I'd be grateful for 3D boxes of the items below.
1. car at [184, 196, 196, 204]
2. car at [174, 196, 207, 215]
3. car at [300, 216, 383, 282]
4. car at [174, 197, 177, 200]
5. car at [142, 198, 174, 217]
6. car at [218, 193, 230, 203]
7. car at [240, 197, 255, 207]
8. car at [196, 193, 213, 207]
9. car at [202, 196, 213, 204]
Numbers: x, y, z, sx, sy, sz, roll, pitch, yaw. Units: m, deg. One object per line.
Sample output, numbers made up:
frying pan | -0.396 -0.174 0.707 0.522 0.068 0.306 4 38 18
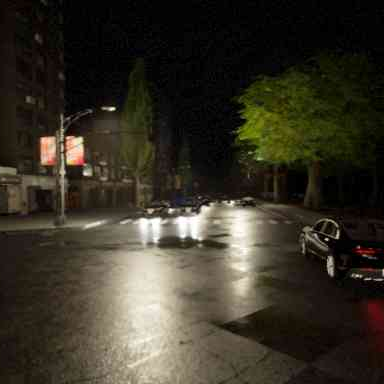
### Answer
car | -0.334 1.579 64.567 1.994 1.385 4.181 -1 0 6
car | -0.059 1.475 33.167 2.128 1.511 4.902 -1 0 6
car | 4.451 1.445 9.496 1.837 1.490 4.892 -1 1 5
car | -2.018 1.487 47.102 1.882 1.535 5.008 -1 0 6
car | -3.452 1.519 31.890 2.128 1.511 4.902 -1 0 6
car | 6.627 1.153 68.111 2.150 2.045 5.566 -1 0 5
car | 8.034 1.429 48.074 2.033 1.411 5.357 -1 0 5
car | 1.466 1.191 49.319 2.150 2.045 5.566 -1 0 6
car | 3.160 1.533 66.961 1.837 1.490 4.892 -1 0 5
